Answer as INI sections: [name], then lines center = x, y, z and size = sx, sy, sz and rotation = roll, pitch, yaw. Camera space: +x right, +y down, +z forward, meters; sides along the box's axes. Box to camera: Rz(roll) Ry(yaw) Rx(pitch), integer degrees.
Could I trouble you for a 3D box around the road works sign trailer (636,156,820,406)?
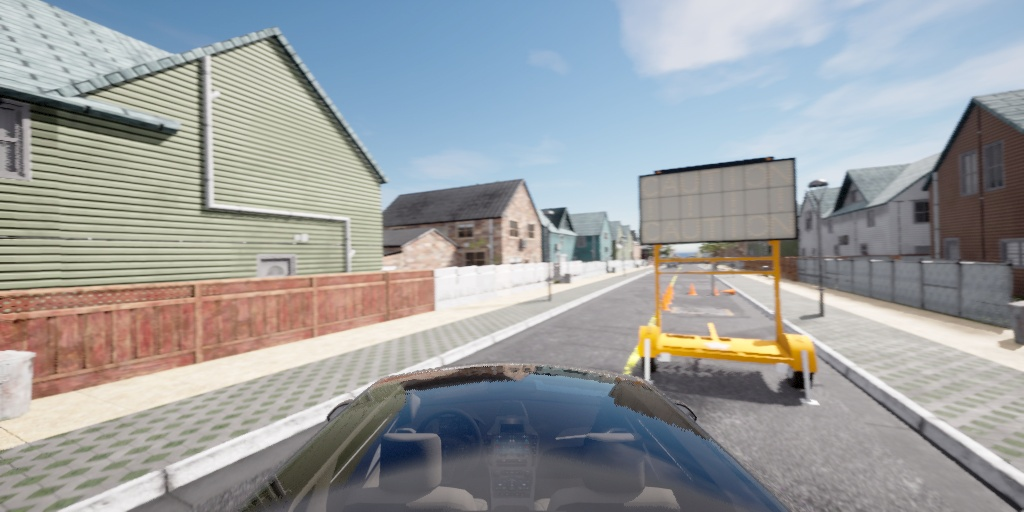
[road works sign trailer]
center = 3.620, 0.173, 6.390
size = 2.380, 3.560, 2.880
rotation = 0, 0, 26
